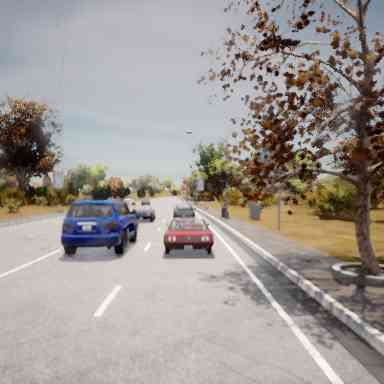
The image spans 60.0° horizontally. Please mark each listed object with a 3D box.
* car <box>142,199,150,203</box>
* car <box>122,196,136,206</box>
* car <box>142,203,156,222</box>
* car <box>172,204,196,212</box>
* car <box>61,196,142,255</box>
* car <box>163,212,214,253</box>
[{"bbox_3d":[-10.021,2.198,71.749,1.812,1.442,4.674,0,-1,-3],"label":"car"},{"bbox_3d":[-13.514,1.898,71.526,2.150,2.045,5.566,0,-1,-3],"label":"car"},{"bbox_3d":[-4.210,1.878,29.192,1.895,1.301,4.718,0,-1,-3],"label":"car"},{"bbox_3d":[-0.719,1.772,29.529,2.128,1.511,4.902,0,0,-2],"label":"car"},{"bbox_3d":[-3.668,1.351,14.077,2.150,2.045,5.566,0,0,-1],"label":"car"},{"bbox_3d":[-0.170,1.736,14.252,1.895,1.301,4.718,0,-1,-1],"label":"car"}]
